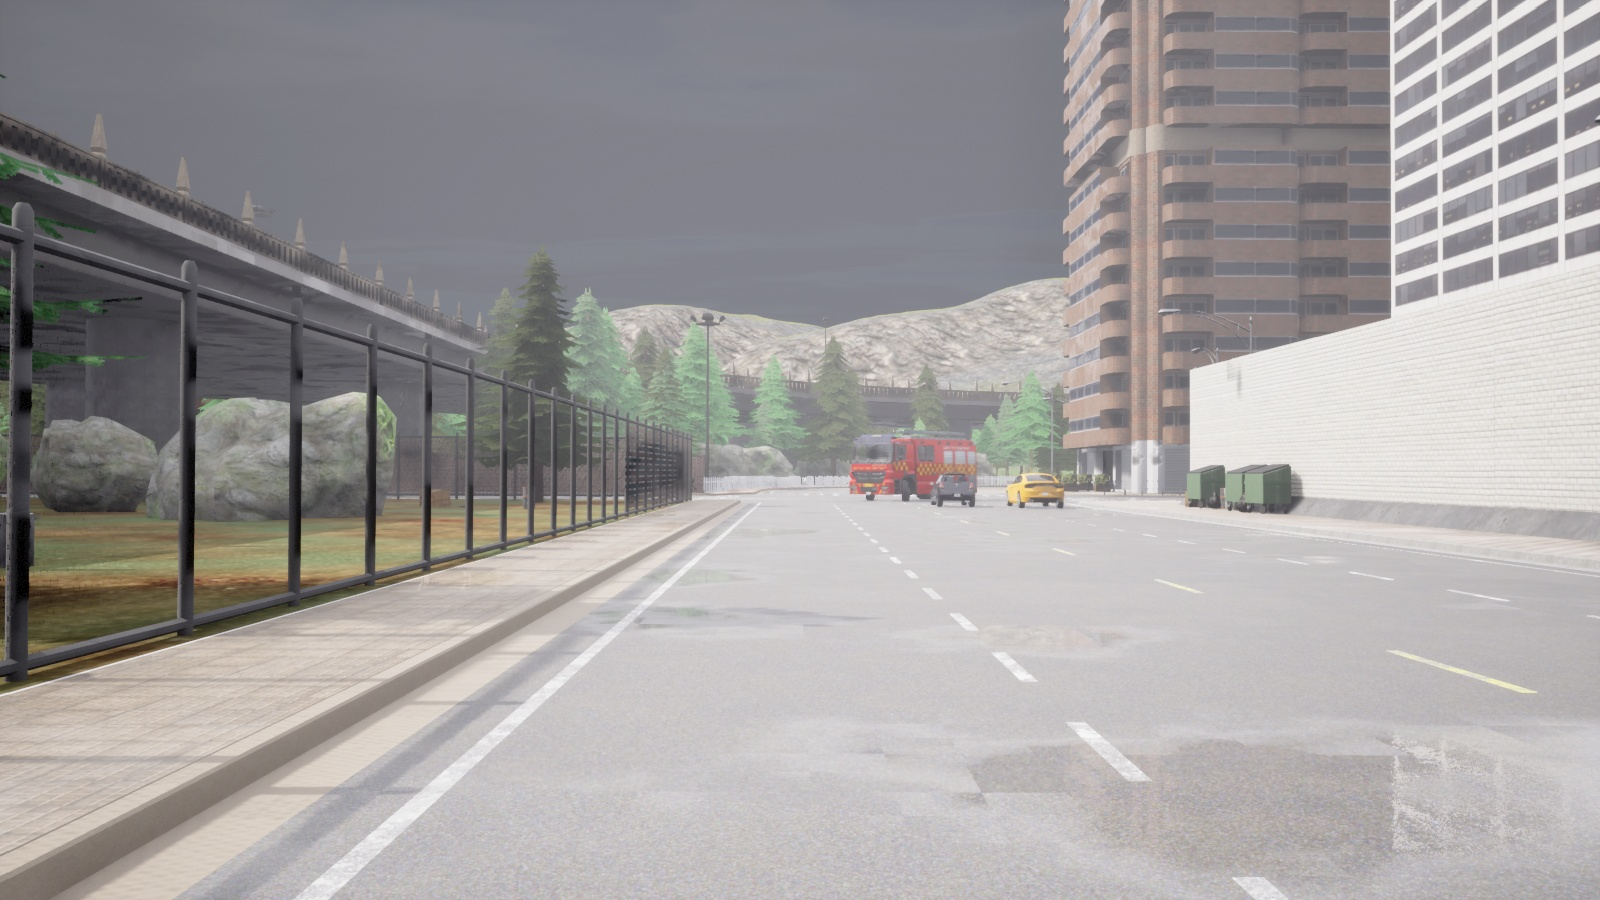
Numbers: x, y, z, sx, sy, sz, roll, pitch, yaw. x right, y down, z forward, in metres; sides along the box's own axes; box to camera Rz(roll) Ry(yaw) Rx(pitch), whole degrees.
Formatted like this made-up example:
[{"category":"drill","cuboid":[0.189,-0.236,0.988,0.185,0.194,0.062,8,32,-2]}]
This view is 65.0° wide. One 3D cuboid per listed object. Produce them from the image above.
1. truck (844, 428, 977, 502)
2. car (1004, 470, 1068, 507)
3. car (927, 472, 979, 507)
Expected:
[{"category":"truck","cuboid":[6.184,0.821,69.062,2.891,3.827,8.468,-1,-1,40]},{"category":"car","cuboid":[10.344,1.679,55.416,1.882,1.535,5.008,0,-2,0]},{"category":"car","cuboid":[6.842,1.746,56.417,1.845,1.501,3.633,0,-1,0]}]
